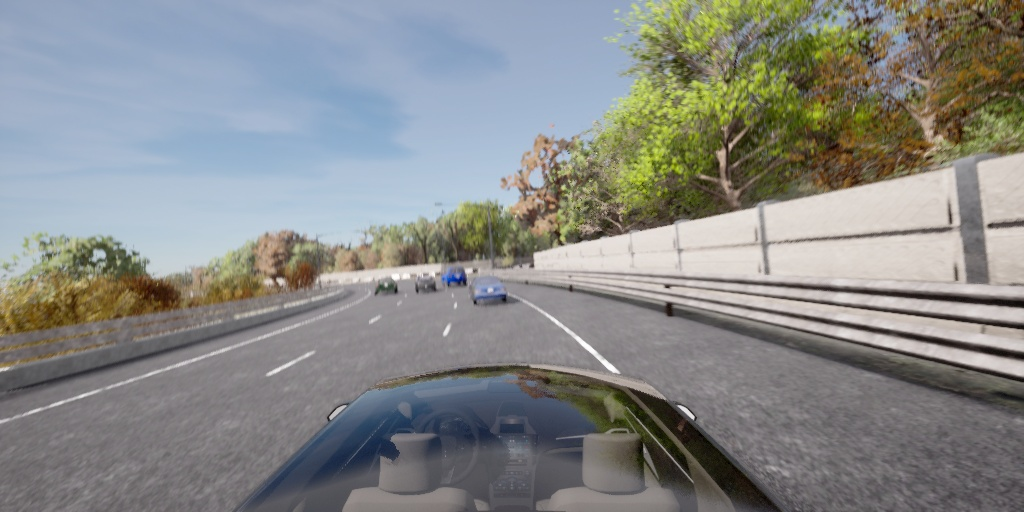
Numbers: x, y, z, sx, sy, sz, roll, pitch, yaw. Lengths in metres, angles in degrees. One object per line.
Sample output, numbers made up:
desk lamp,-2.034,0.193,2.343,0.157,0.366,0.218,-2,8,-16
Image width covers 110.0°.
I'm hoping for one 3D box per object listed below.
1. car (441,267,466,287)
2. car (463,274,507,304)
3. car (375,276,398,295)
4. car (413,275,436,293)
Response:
car,-6.389,2.275,39.294,2.150,2.045,5.566,-4,-1,-19
car,-1.458,1.817,20.271,2.033,1.411,5.357,-4,-1,-9
car,-12.669,2.857,36.217,2.097,1.767,4.553,-4,-1,-18
car,-8.338,2.602,34.230,2.128,1.511,4.902,-4,-1,-17
